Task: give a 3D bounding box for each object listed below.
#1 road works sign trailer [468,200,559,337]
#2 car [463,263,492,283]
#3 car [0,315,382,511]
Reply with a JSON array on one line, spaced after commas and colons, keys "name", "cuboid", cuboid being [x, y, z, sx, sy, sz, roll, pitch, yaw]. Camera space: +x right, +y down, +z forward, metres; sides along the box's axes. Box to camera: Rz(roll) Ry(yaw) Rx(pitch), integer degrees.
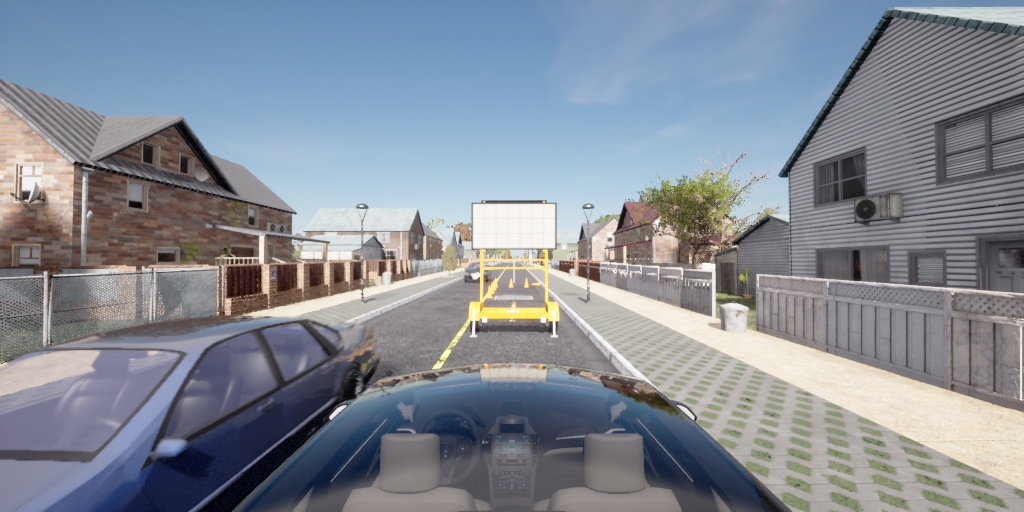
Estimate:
[{"name": "road works sign trailer", "cuboid": [0.060, 0.220, 10.255, 2.380, 3.560, 2.880, 0, 0, 1]}, {"name": "car", "cuboid": [-2.612, 1.277, 27.983, 2.128, 1.511, 4.902, 0, 0, 0]}, {"name": "car", "cuboid": [-2.839, 1.298, 3.022, 2.033, 1.411, 5.357, 0, 0, 0]}]
